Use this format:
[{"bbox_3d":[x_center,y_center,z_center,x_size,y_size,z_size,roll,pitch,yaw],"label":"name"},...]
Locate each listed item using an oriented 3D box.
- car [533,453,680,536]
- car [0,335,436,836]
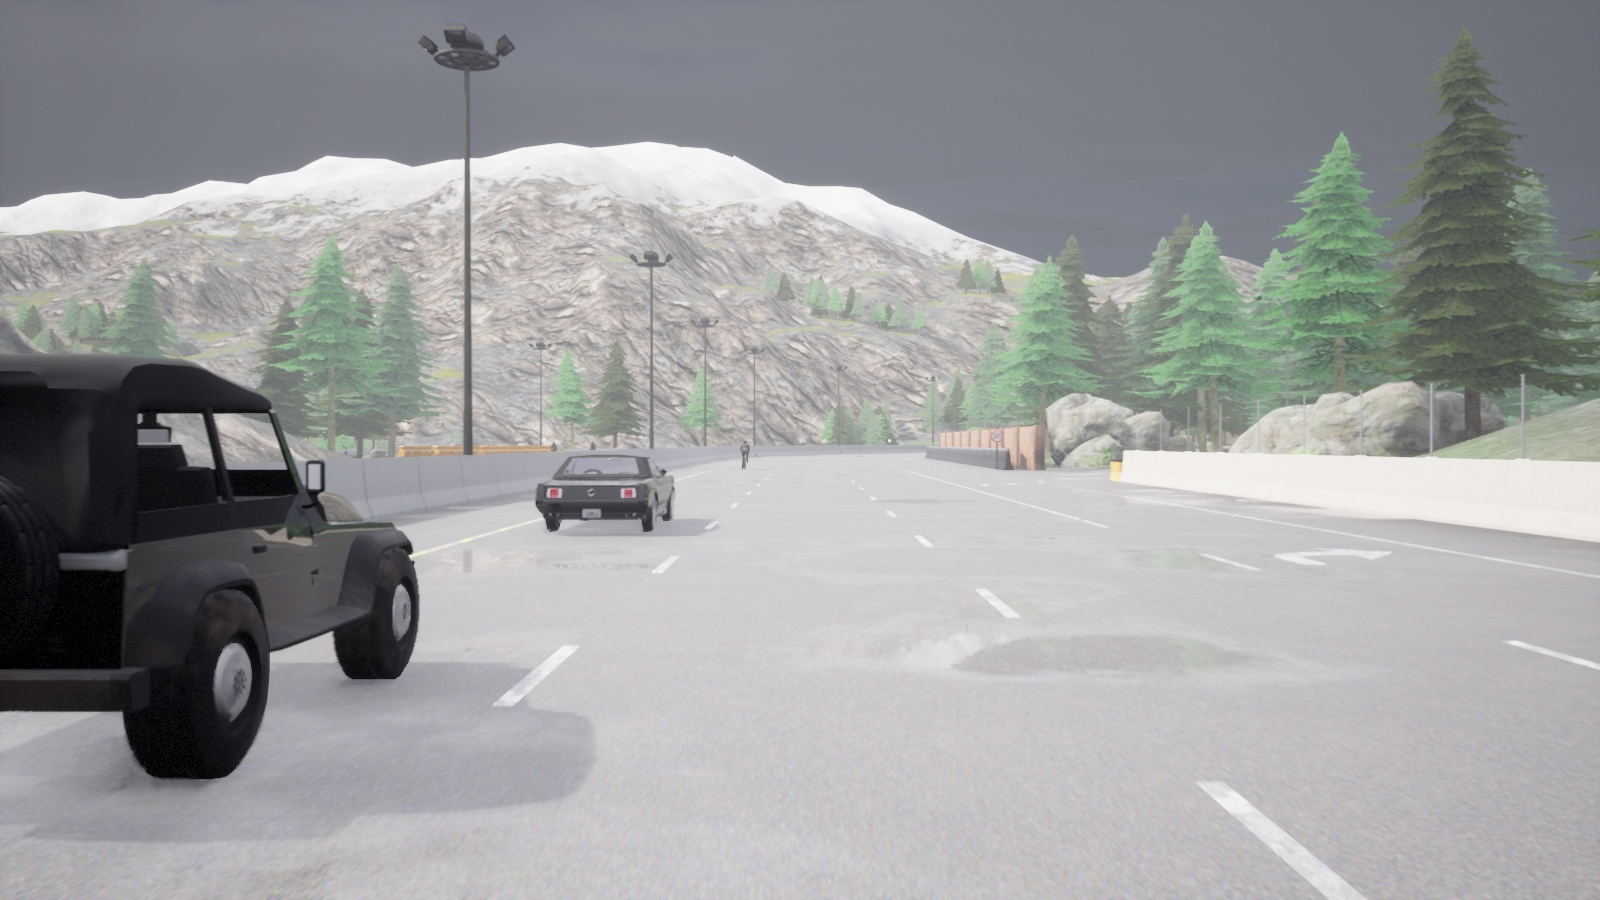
[{"bbox_3d":[-3.356,0.717,22.625,1.895,1.301,4.718,0,0,0],"label":"car"},{"bbox_3d":[-3.447,0.501,6.645,1.905,1.878,3.866,0,0,0],"label":"car"}]
